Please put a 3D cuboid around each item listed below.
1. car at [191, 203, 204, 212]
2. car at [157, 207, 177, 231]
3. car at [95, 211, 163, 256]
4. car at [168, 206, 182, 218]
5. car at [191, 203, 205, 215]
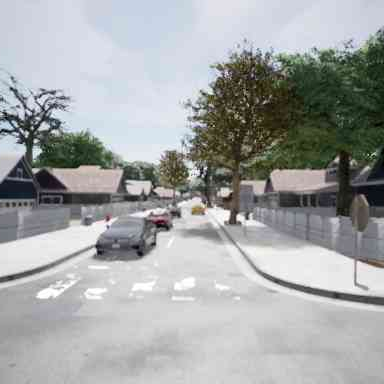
[{"bbox_3d":[0.949,2.633,57.189,2.128,1.511,4.902,1,-1,1],"label":"car"},{"bbox_3d":[-2.442,2.056,24.698,1.895,1.301,4.718,1,-1,1],"label":"car"},{"bbox_3d":[-2.672,1.787,14.619,1.812,1.442,4.674,1,-1,3],"label":"car"},{"bbox_3d":[-2.186,2.334,38.991,1.895,1.301,4.718,1,-1,1],"label":"car"},{"bbox_3d":[0.880,2.422,47.231,1.882,1.535,5.008,1,-1,1],"label":"car"}]
